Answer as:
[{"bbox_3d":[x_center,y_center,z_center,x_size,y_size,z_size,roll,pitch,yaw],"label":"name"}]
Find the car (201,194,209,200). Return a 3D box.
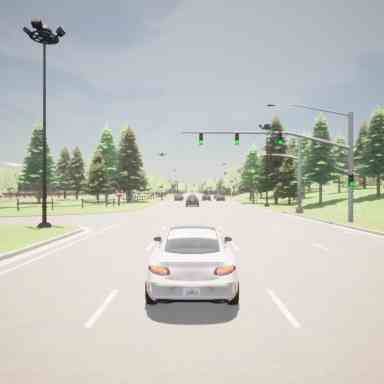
[{"bbox_3d":[3.621,1.361,92.887,2.033,1.411,5.357,0,0,0],"label":"car"}]

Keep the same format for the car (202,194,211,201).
[{"bbox_3d":[3.608,1.338,82.854,2.097,1.767,4.553,0,0,0],"label":"car"}]

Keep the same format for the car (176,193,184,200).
[{"bbox_3d":[-3.379,1.177,92.866,2.097,1.767,4.553,0,0,0],"label":"car"}]

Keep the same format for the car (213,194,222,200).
[{"bbox_3d":[7.121,1.374,92.882,1.994,1.385,4.181,0,0,0],"label":"car"}]

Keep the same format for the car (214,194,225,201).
[{"bbox_3d":[7.108,1.507,82.463,2.128,1.511,4.902,0,0,0],"label":"car"}]

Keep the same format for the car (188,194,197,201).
[{"bbox_3d":[0.108,1.338,82.858,2.097,1.767,4.553,0,0,0],"label":"car"}]

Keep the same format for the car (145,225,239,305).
[{"bbox_3d":[0.017,1.525,7.956,1.812,1.442,4.674,0,0,0],"label":"car"}]

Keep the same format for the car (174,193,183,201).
[{"bbox_3d":[-3.392,1.534,82.860,1.994,1.385,4.181,0,0,0],"label":"car"}]

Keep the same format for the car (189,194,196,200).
[{"bbox_3d":[0.121,1.322,92.892,1.837,1.490,4.892,0,0,0],"label":"car"}]

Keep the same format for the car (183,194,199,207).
[{"bbox_3d":[0.068,1.346,51.829,2.097,1.767,4.553,0,0,0],"label":"car"}]
